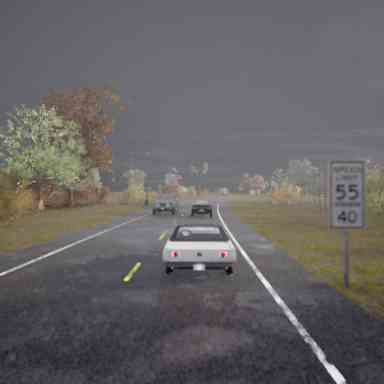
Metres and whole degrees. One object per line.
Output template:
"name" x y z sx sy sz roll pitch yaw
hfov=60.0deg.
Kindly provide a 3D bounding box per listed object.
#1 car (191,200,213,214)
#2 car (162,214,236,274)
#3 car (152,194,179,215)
"car" 0.970 1.447 31.531 1.882 1.535 5.008 0 0 3
"car" 0.218 1.593 10.551 1.895 1.301 4.718 0 0 1
"car" -2.560 1.174 33.429 2.150 2.045 5.566 0 0 3
